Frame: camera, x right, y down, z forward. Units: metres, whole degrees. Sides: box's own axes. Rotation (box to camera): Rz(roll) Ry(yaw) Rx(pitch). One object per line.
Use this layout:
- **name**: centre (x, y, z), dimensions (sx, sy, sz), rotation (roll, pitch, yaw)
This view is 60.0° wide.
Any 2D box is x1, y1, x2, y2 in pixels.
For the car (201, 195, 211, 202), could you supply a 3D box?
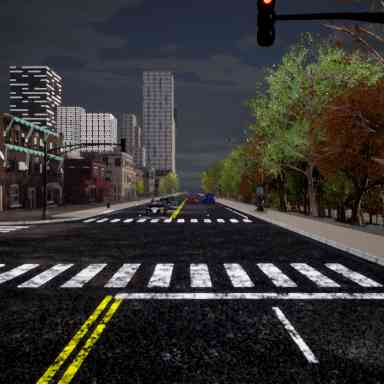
- **car**: centre (3.072, 1.447, 74.393), dimensions (1.882, 1.535, 5.008), rotation (0, 0, 0)

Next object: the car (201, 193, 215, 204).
- **car**: centre (3.200, 1.197, 63.818), dimensions (2.150, 2.045, 5.566), rotation (0, 0, 0)

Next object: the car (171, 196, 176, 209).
- **car**: centre (-3.440, 1.490, 43.017), dimensions (1.837, 1.490, 4.892), rotation (0, 0, 0)

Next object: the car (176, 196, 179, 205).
- **car**: centre (-3.457, 1.485, 53.157), dimensions (1.837, 1.490, 4.892), rotation (0, 0, 0)

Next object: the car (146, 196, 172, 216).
- **car**: centre (-3.422, 1.481, 32.968), dimensions (2.128, 1.511, 4.902), rotation (0, 0, 0)

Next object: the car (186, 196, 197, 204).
- **car**: centre (-0.043, 1.539, 64.199), dimensions (1.994, 1.385, 4.181), rotation (0, 0, -1)

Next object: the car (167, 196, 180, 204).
- **car**: centre (-3.443, 1.467, 63.548), dimensions (2.128, 1.511, 4.902), rotation (0, 0, 1)

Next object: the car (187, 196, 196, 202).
- **car**: centre (-0.172, 1.523, 74.151), dimensions (1.994, 1.385, 4.181), rotation (0, 0, 0)
